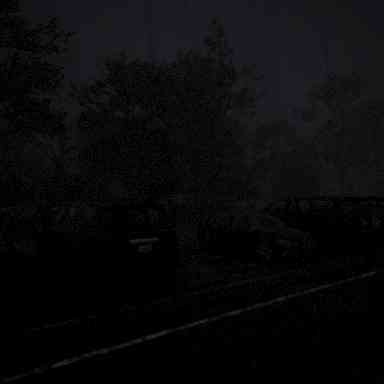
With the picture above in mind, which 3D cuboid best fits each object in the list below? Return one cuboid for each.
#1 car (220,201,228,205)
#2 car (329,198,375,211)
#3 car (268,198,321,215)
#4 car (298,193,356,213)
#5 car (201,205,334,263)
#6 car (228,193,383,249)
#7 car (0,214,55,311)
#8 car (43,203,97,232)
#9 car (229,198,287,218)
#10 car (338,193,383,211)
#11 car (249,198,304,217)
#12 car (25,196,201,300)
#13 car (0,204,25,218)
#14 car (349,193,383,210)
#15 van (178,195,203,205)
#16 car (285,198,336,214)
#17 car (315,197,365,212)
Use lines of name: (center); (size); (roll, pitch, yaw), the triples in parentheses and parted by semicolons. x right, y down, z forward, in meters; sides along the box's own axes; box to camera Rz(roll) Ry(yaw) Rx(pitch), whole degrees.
car: (3.552, 1.460, 29.046); (2.002, 1.452, 4.674); (0, 0, -36)
car: (19.304, 1.461, 40.322); (2.002, 1.452, 4.674); (0, 0, -36)
car: (10.363, 1.445, 33.887); (2.163, 1.488, 4.792); (0, 0, -36)
car: (14.890, 1.164, 37.130); (2.435, 2.045, 5.566); (0, 0, -36)
car: (2.102, 1.434, 11.945); (2.231, 1.521, 4.892); (0, 0, -36)
car: (4.372, 1.176, 13.593); (2.435, 2.045, 5.566); (0, 0, -36)
car: (-4.733, 1.474, 7.054); (2.231, 1.521, 4.892); (0, 0, -35)
car: (-7.778, 1.483, 20.958); (2.002, 1.452, 4.674); (0, 0, -35)
car: (5.923, 1.416, 30.518); (1.946, 1.575, 5.366); (0, 0, -36)
car: (21.684, 1.176, 41.993); (2.435, 2.045, 5.566); (0, 0, -36)
car: (8.084, 1.417, 32.286); (2.097, 1.535, 5.008); (0, 0, -36)
car: (-2.474, 1.205, 8.708); (2.435, 2.045, 5.566); (0, 0, -35)
car: (-10.049, 1.455, 19.342); (2.097, 1.535, 5.008); (0, 0, -35)
car: (23.848, 1.183, 43.543); (2.435, 2.045, 5.566); (0, 0, -36)
van: (-1.050, 1.197, 25.901); (1.878, 1.987, 4.442); (0, 0, -36)
car: (12.593, 1.444, 35.556); (2.163, 1.488, 4.792); (0, 0, -36)
car: (17.142, 1.418, 38.771); (2.097, 1.535, 5.008); (0, 0, -36)
